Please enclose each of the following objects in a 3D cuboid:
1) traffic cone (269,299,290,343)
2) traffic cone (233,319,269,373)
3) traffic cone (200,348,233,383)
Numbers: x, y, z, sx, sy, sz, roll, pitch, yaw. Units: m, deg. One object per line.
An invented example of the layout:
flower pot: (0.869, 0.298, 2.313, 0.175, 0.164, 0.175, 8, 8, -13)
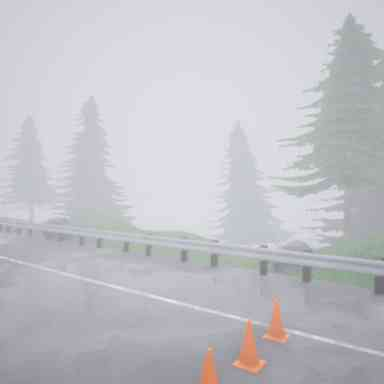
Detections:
traffic cone: (1.316, 1.965, 5.186, 0.340, 0.580, 0.340, 0, 0, 35)
traffic cone: (0.747, 1.963, 4.364, 0.340, 0.580, 0.340, 0, 0, 35)
traffic cone: (0.179, 1.961, 3.541, 0.340, 0.580, 0.340, 0, 0, 35)
